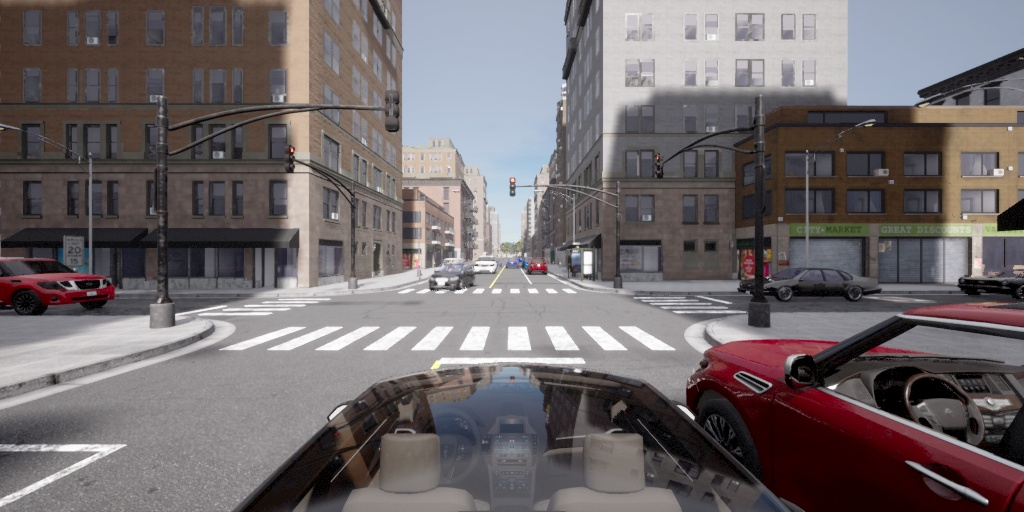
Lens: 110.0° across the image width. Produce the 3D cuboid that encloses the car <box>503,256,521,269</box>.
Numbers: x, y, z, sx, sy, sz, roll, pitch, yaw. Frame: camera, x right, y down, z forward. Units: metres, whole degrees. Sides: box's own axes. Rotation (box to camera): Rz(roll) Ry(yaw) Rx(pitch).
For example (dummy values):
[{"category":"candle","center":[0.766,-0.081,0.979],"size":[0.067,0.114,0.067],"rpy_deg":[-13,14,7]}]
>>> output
[{"category":"car","center":[0.048,1.094,57.998],"size":[2.097,1.767,4.553],"rpy_deg":[0,0,1]}]

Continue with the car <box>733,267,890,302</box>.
[{"category":"car","center":[13.289,1.232,16.162],"size":[5.357,1.411,2.033],"rpy_deg":[0,0,0]}]

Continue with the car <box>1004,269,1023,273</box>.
[{"category":"car","center":[23.371,1.242,16.176],"size":[4.718,1.301,1.895],"rpy_deg":[0,0,0]}]

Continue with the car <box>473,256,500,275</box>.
[{"category":"car","center":[-2.851,0.966,39.783],"size":[2.150,2.045,5.566],"rpy_deg":[0,0,0]}]

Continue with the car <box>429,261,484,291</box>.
[{"category":"car","center":[-3.499,1.239,21.926],"size":[2.128,1.511,4.902],"rpy_deg":[0,0,8]}]

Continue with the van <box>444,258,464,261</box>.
[{"category":"van","center":[-5.408,1.087,33.253],"size":[1.690,1.789,3.998],"rpy_deg":[0,0,0]}]

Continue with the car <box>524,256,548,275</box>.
[{"category":"car","center":[2.704,1.060,38.660],"size":[2.192,1.841,5.009],"rpy_deg":[0,0,0]}]

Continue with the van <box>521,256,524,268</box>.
[{"category":"van","center":[2.689,1.084,54.879],"size":[1.690,1.789,3.998],"rpy_deg":[0,0,0]}]

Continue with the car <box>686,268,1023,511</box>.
[{"category":"car","center":[2.637,1.065,1.289],"size":[2.192,1.841,5.009],"rpy_deg":[0,0,0]}]

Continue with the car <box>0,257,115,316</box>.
[{"category":"car","center":[-18.199,1.044,13.163],"size":[5.566,2.045,2.150],"rpy_deg":[0,0,0]}]

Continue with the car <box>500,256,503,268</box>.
[{"category":"car","center":[-2.756,1.091,62.182],"size":[2.097,1.767,4.553],"rpy_deg":[0,0,0]}]
